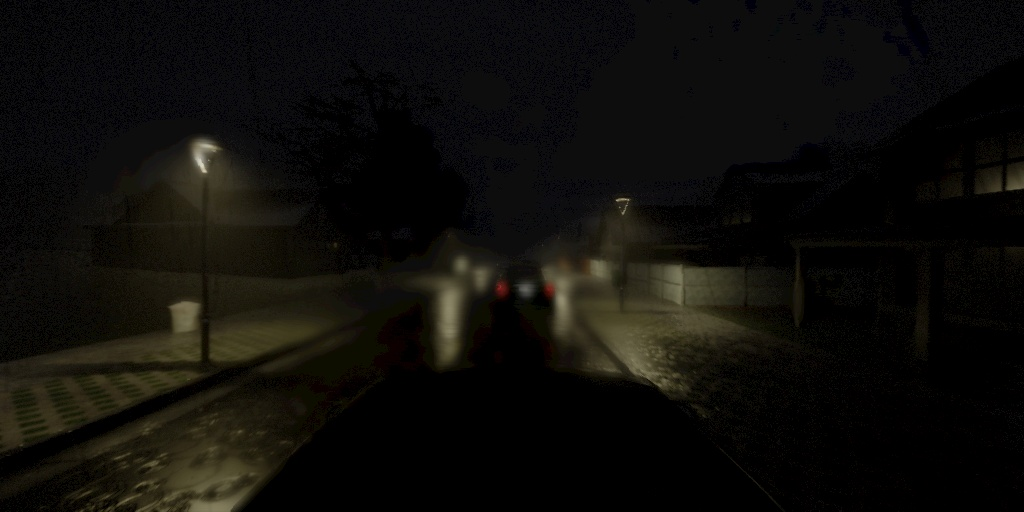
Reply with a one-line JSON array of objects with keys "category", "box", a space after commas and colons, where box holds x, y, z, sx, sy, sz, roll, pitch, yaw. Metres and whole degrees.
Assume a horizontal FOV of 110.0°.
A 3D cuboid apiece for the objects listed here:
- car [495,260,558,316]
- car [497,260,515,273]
[{"category": "car", "box": [0.595, 1.117, 13.601, 2.097, 1.767, 4.553, 0, 0, 4]}, {"category": "car", "box": [-0.761, 1.288, 45.971, 2.128, 1.511, 4.902, 0, 0, 1]}]
